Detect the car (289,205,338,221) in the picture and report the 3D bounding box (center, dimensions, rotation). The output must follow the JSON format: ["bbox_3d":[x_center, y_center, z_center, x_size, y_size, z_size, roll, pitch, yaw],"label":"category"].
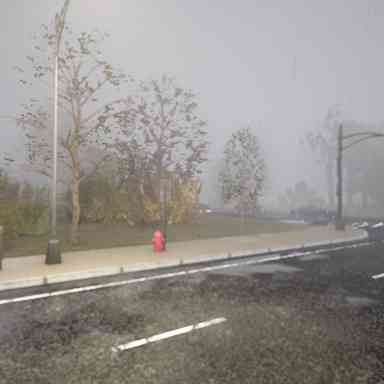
[{"bbox_3d":[11.419,1.905,31.035,1.895,1.301,4.718,1,-1,-27],"label":"car"}]

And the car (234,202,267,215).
[{"bbox_3d":[6.999,1.909,40.040,2.128,1.511,4.902,1,-1,-26],"label":"car"}]

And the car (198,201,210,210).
[{"bbox_3d":[1.154,2.126,52.006,1.994,1.385,4.181,1,-1,-26],"label":"car"}]
